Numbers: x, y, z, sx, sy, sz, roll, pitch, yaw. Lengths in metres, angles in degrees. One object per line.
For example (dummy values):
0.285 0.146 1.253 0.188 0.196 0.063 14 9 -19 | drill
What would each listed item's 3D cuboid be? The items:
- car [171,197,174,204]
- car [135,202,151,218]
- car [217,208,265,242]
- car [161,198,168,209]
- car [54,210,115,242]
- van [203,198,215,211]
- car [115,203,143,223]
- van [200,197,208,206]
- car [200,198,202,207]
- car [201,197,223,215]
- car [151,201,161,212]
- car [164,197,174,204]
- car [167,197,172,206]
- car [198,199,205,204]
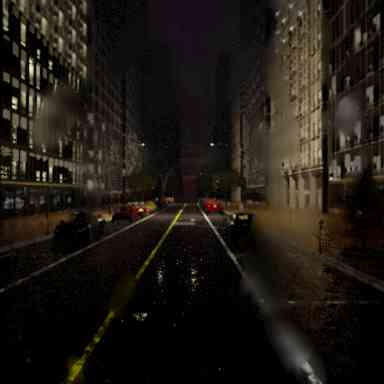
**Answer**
-5.775 2.280 79.968 1.967 1.590 4.097 -1 -1 0 | car
-5.731 1.807 34.501 1.967 1.590 4.097 -1 -1 0 | car
2.667 1.736 17.458 2.008 1.369 4.403 -1 -1 0 | car
-5.753 2.170 57.233 1.947 1.339 4.313 -1 -1 0 | car
-5.713 1.738 17.449 2.008 1.369 4.403 -1 -1 0 | car
2.632 1.884 51.560 1.690 1.788 3.998 -1 -1 0 | van
-5.724 1.889 28.816 1.802 1.307 4.206 -1 -1 0 | car
2.609 2.120 74.293 1.690 1.788 3.998 -1 -1 0 | van
2.637 1.799 45.878 2.192 1.841 5.009 -1 -1 0 | car
2.642 1.739 40.194 2.192 1.841 5.009 -1 -1 0 | car
-5.741 2.009 45.697 1.752 1.417 4.829 -1 -1 0 | car
-5.782 2.213 85.652 2.192 1.841 5.009 -1 -1 0 | car
-5.763 2.273 68.600 2.008 1.369 4.403 -1 -1 0 | car
2.595 2.506 91.342 2.008 1.369 4.403 -1 -1 0 | car
